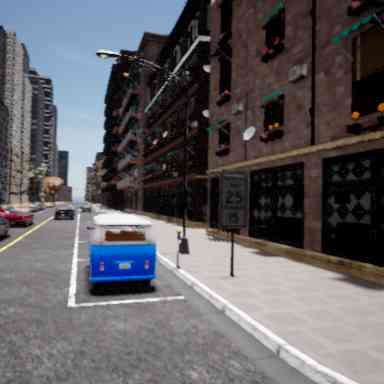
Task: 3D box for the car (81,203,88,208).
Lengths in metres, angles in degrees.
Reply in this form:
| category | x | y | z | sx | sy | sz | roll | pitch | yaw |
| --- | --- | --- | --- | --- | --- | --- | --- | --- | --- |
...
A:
| category | x | y | z | sx | sy | sz | roll | pitch | yaw |
| --- | --- | --- | --- | --- | --- | --- | --- | --- | --- |
| car | -28.640 | 3.539 | 88.387 | 1.802 | 1.307 | 4.206 | 2 | -2 | -19 |

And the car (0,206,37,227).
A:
| category | x | y | z | sx | sy | sz | roll | pitch | yaw |
| --- | --- | --- | --- | --- | --- | --- | --- | --- | --- |
| car | -14.054 | 2.072 | 26.858 | 1.895 | 1.301 | 4.718 | 2 | -2 | -18 |

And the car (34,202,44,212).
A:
| category | x | y | z | sx | sy | sz | roll | pitch | yaw |
| --- | --- | --- | --- | --- | --- | --- | --- | --- | --- |
| car | -26.006 | 2.559 | 54.266 | 2.008 | 1.369 | 4.403 | 2 | -2 | -19 |

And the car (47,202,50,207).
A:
| category | x | y | z | sx | sy | sz | roll | pitch | yaw |
| --- | --- | --- | --- | --- | --- | --- | --- | --- | --- |
| car | -29.531 | 2.791 | 64.751 | 2.008 | 1.369 | 4.403 | 2 | -2 | -19 |

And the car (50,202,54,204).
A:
| category | x | y | z | sx | sy | sz | roll | pitch | yaw |
| --- | --- | --- | --- | --- | --- | --- | --- | --- | --- |
| car | -34.764 | 3.114 | 80.320 | 1.752 | 1.417 | 4.829 | 2 | -2 | -19 |

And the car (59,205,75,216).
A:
| category | x | y | z | sx | sy | sz | roll | pitch | yaw |
| --- | --- | --- | --- | --- | --- | --- | --- | --- | --- |
| car | -17.636 | 2.583 | 47.236 | 1.895 | 1.301 | 4.718 | 2 | -2 | -18 |

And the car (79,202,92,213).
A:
| category | x | y | z | sx | sy | sz | roll | pitch | yaw |
| --- | --- | --- | --- | --- | --- | --- | --- | --- | --- |
| car | -18.064 | 2.805 | 56.930 | 2.008 | 1.369 | 4.403 | 2 | -2 | -19 |

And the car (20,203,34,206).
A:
| category | x | y | z | sx | sy | sz | roll | pitch | yaw |
| --- | --- | --- | --- | --- | --- | --- | --- | --- | --- |
| car | -22.426 | 2.301 | 43.619 | 1.752 | 1.417 | 4.829 | 2 | -2 | -19 |

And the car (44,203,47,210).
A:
| category | x | y | z | sx | sy | sz | roll | pitch | yaw |
| --- | --- | --- | --- | --- | --- | --- | --- | --- | --- |
| car | -27.766 | 2.564 | 59.513 | 1.967 | 1.590 | 4.097 | 2 | -2 | -19 |

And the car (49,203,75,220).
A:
| category | x | y | z | sx | sy | sz | roll | pitch | yaw |
| --- | --- | --- | --- | --- | --- | --- | --- | --- | --- |
| car | -14.044 | 2.245 | 36.671 | 2.128 | 1.511 | 4.902 | 2 | -2 | -18 |

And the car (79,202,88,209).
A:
| category | x | y | z | sx | sy | sz | roll | pitch | yaw |
| --- | --- | --- | --- | --- | --- | --- | --- | --- | --- |
| car | -25.071 | 3.142 | 76.715 | 1.801 | 1.575 | 5.366 | 2 | -2 | -19 |

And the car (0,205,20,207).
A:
| category | x | y | z | sx | sy | sz | roll | pitch | yaw |
| --- | --- | --- | --- | --- | --- | --- | --- | --- | --- |
| car | -18.954 | 1.991 | 33.296 | 1.967 | 1.590 | 4.097 | 2 | -2 | -19 |

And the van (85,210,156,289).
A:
| category | x | y | z | sx | sy | sz | roll | pitch | yaw |
| --- | --- | --- | --- | --- | --- | --- | --- | --- | --- |
| van | -2.196 | 1.579 | 9.747 | 1.690 | 1.788 | 3.998 | 2 | -2 | -19 |

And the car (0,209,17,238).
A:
| category | x | y | z | sx | sy | sz | roll | pitch | yaw |
| --- | --- | --- | --- | --- | --- | --- | --- | --- | --- |
| car | -10.771 | 1.809 | 17.082 | 2.033 | 1.411 | 5.357 | 2 | -2 | -18 |
